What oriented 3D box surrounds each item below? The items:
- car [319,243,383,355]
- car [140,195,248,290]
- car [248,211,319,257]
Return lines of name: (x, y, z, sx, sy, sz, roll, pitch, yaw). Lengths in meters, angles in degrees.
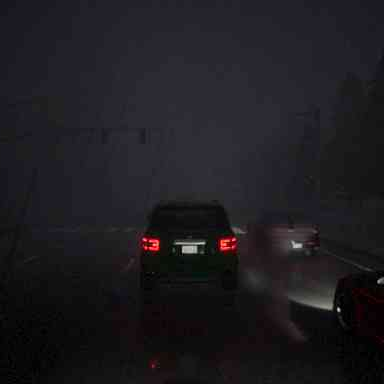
car: (3.424, 1.564, 4.064, 1.994, 1.385, 4.181, 0, 0, -1)
car: (-0.100, 1.221, 9.215, 2.150, 2.045, 5.566, 0, 0, -1)
car: (3.333, 1.491, 12.972, 2.128, 1.511, 4.902, 0, 0, 0)
